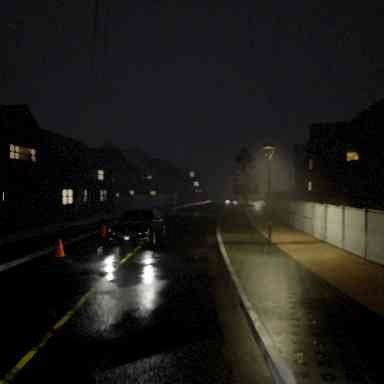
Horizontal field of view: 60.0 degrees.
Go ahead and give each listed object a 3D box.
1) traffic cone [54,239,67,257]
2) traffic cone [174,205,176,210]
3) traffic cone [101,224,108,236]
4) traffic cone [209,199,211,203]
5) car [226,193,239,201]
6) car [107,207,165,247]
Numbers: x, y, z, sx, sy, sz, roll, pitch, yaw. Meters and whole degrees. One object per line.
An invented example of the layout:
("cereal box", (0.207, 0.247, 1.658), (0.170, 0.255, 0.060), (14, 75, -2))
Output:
("traffic cone", (-4.690, 1.974, 11.837), (0.340, 0.580, 0.340), (-1, 0, 2))
("traffic cone", (-1.939, 1.760, 37.055), (0.340, 0.580, 0.340), (-1, 0, 11))
("traffic cone", (-4.464, 1.945, 16.910), (0.340, 0.580, 0.340), (-1, 0, 3))
("traffic cone", (3.144, 1.502, 56.711), (0.340, 0.580, 0.340), (-1, 1, 18))
("car", (7.842, 0.920, 63.921), (1.812, 1.442, 4.674), (-1, 0, 18))
("car", (-2.334, 1.482, 14.956), (1.837, 1.490, 4.892), (-1, 0, 3))
